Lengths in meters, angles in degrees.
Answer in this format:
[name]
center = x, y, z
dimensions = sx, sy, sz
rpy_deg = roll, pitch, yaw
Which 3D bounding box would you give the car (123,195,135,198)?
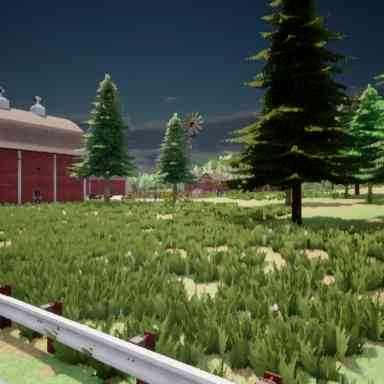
[car]
center = -18.021, 1.511, 93.586
dimensions = 1.816, 1.474, 4.193
rpy_deg = 0, 0, 35
